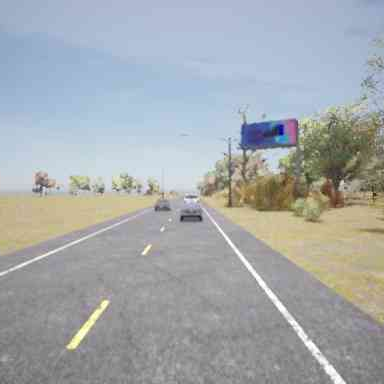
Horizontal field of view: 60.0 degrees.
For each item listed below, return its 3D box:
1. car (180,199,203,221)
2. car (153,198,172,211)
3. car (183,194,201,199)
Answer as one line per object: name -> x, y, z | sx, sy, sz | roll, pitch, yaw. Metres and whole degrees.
car -> -0.043, 1.591, 28.058 | 2.033, 1.411, 5.357 | 0, 0, 1
car -> -3.621, 1.579, 41.477 | 1.837, 1.490, 4.892 | 0, -1, 0
car -> -0.046, 1.290, 43.888 | 2.150, 2.045, 5.566 | 0, 0, 0
